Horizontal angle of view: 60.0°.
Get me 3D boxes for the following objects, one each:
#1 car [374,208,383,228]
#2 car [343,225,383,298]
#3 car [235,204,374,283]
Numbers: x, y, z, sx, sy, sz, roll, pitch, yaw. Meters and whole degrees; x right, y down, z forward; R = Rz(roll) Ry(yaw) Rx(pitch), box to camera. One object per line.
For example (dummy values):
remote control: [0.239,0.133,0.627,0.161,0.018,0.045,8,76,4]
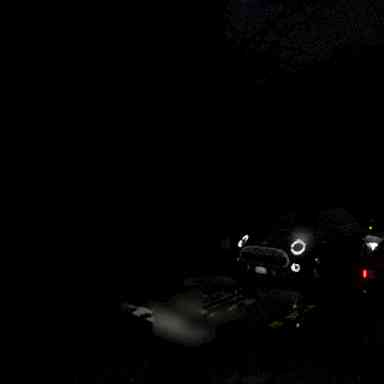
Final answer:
car: [10.359,1.343,16.588,4.181,1.385,1.994,-1,0,-44]
car: [5.227,1.481,7.182,4.718,1.301,1.895,-1,0,-45]
car: [3.263,1.273,9.623,4.553,1.767,2.097,-1,0,-44]
